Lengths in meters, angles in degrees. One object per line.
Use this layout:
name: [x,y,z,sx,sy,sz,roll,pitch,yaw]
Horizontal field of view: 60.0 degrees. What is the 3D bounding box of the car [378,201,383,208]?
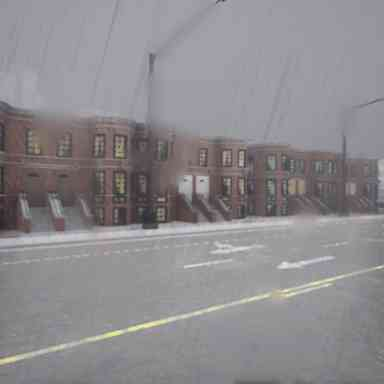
car: [32.698,2.143,55.362,1.895,1.301,4.718,1,0,-19]
